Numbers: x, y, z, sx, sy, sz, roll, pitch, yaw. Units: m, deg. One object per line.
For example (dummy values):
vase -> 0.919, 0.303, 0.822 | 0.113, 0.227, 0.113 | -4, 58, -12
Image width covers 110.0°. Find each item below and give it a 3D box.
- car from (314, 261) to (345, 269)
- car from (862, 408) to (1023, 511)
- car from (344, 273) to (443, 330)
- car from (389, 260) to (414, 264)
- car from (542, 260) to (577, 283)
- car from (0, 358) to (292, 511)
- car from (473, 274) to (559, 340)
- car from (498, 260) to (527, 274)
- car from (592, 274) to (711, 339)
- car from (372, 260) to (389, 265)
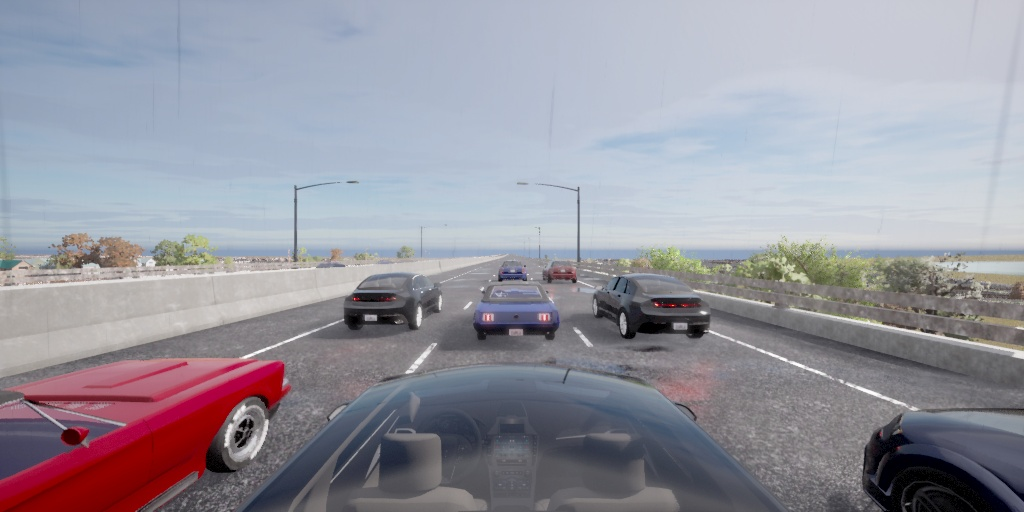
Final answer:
car -> -21.149, 1.297, 41.726 | 1.994, 1.385, 4.181 | 0, 0, 0
car -> 3.595, 1.314, 0.904 | 1.994, 1.385, 4.181 | 0, 0, 1
car -> -3.413, 1.251, 11.087 | 1.837, 1.490, 4.892 | 0, 0, 0
car -> -14.148, 1.208, 47.553 | 1.882, 1.535, 5.008 | 0, 0, 0
car -> 3.569, 1.092, 27.544 | 2.097, 1.767, 4.553 | 0, 0, -1
car -> -3.403, 1.350, 1.859 | 1.895, 1.301, 4.718 | 0, 0, 0
car -> 0.089, 1.348, 9.911 | 1.895, 1.301, 4.718 | 0, 0, 0
car -> 0.062, 1.092, 27.539 | 2.097, 1.767, 4.553 | 0, 0, 0
car -> 3.588, 1.252, 10.067 | 1.837, 1.490, 4.892 | 0, 0, 0
car -> -17.647, 1.277, 49.307 | 2.033, 1.411, 5.357 | 0, 0, 0
